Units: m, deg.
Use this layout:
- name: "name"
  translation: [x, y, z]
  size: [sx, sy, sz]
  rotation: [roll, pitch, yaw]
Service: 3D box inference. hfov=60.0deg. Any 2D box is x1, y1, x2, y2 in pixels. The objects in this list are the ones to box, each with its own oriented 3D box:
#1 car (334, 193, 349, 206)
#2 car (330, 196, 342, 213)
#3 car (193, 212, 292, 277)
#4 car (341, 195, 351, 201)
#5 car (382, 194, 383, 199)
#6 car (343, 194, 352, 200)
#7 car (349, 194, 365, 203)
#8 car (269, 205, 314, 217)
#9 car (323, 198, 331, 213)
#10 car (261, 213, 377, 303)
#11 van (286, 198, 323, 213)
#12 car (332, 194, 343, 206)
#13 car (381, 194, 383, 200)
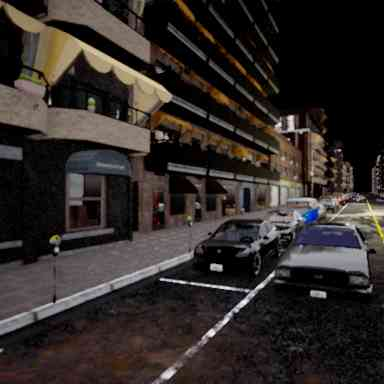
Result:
- name: "car"
  translation: [21.951, 1.100, 50.082]
  size: [2.192, 1.841, 5.009]
  rotation: [1, 0, 27]
- name: "car"
  translation: [14.326, 1.408, 35.214]
  size: [2.008, 1.369, 4.403]
  rotation: [1, 1, 27]
- name: "car"
  translation: [1.620, 1.546, 10.434]
  size: [1.947, 1.339, 4.313]
  rotation: [1, 1, 27]
- name: "car"
  translation: [34.655, 1.251, 74.865]
  size: [1.802, 1.307, 4.206]
  rotation: [1, 0, 27]
- name: "car"
  translation: [42.112, 1.050, 71.039]
  size: [1.967, 1.590, 4.097]
  rotation: [0, 0, 27]
- name: "car"
  translation: [39.738, 1.167, 84.777]
  size: [1.887, 1.381, 4.507]
  rotation: [1, 0, 27]
- name: "car"
  translation: [29.528, 1.210, 58.993]
  size: [2.128, 1.511, 4.902]
  rotation: [0, 0, 27]
- name: "car"
  translation: [4.161, 1.507, 15.390]
  size: [2.008, 1.369, 4.403]
  rotation: [1, 1, 27]
- name: "car"
  translation: [9.167, 1.433, 25.152]
  size: [1.752, 1.417, 4.829]
  rotation: [1, 1, 27]
- name: "car"
  translation: [3.580, 1.513, 8.602]
  size: [2.033, 1.411, 5.357]
  rotation: [0, 0, 27]
- name: "van"
  translation: [6.704, 1.272, 20.346]
  size: [1.690, 1.788, 3.998]
  rotation: [1, 1, 27]
- name: "car"
  translation: [16.790, 1.359, 40.020]
  size: [1.752, 1.417, 4.829]
  rotation: [1, 0, 27]
- name: "car"
  translation: [47.194, 1.108, 80.952]
  size: [1.887, 1.381, 4.507]
  rotation: [0, 0, 27]
